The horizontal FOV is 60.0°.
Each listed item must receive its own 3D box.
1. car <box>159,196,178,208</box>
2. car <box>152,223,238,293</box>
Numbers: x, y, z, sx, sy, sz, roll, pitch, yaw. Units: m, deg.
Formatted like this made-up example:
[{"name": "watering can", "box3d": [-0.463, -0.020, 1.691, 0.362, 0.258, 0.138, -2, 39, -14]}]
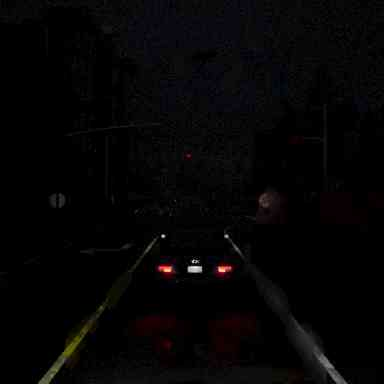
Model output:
[{"name": "car", "box3d": [-3.510, 1.546, 47.446, 2.033, 1.411, 5.357, 0, 0, 0]}, {"name": "car", "box3d": [0.074, 1.547, 8.964, 2.033, 1.411, 5.357, 0, 0, 0]}]
